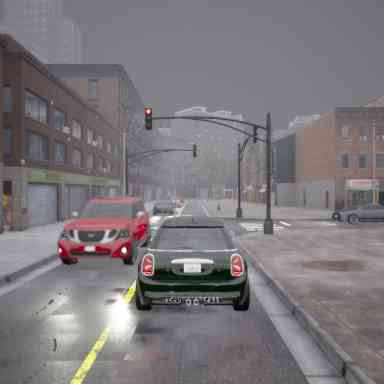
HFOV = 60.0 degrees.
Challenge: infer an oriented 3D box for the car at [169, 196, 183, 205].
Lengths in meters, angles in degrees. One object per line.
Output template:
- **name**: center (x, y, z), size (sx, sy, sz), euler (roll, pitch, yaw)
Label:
- **car**: center (-2.752, 1.371, 48.735), size (2.097, 1.767, 4.553), euler (0, 0, 0)

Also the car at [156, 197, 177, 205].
- **car**: center (-2.785, 1.512, 33.527), size (1.837, 1.490, 4.892), euler (0, 0, 0)

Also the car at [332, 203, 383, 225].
- **car**: center (12.059, 1.489, 23.257), size (4.181, 1.385, 1.994), euler (0, 0, 0)

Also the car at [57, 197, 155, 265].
- **car**: center (-2.828, 1.221, 11.986), size (2.150, 2.045, 5.566), euler (0, 0, 0)

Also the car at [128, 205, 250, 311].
- **car**: center (0.023, 1.352, 7.933), size (2.097, 1.767, 4.553), euler (0, 0, 0)
